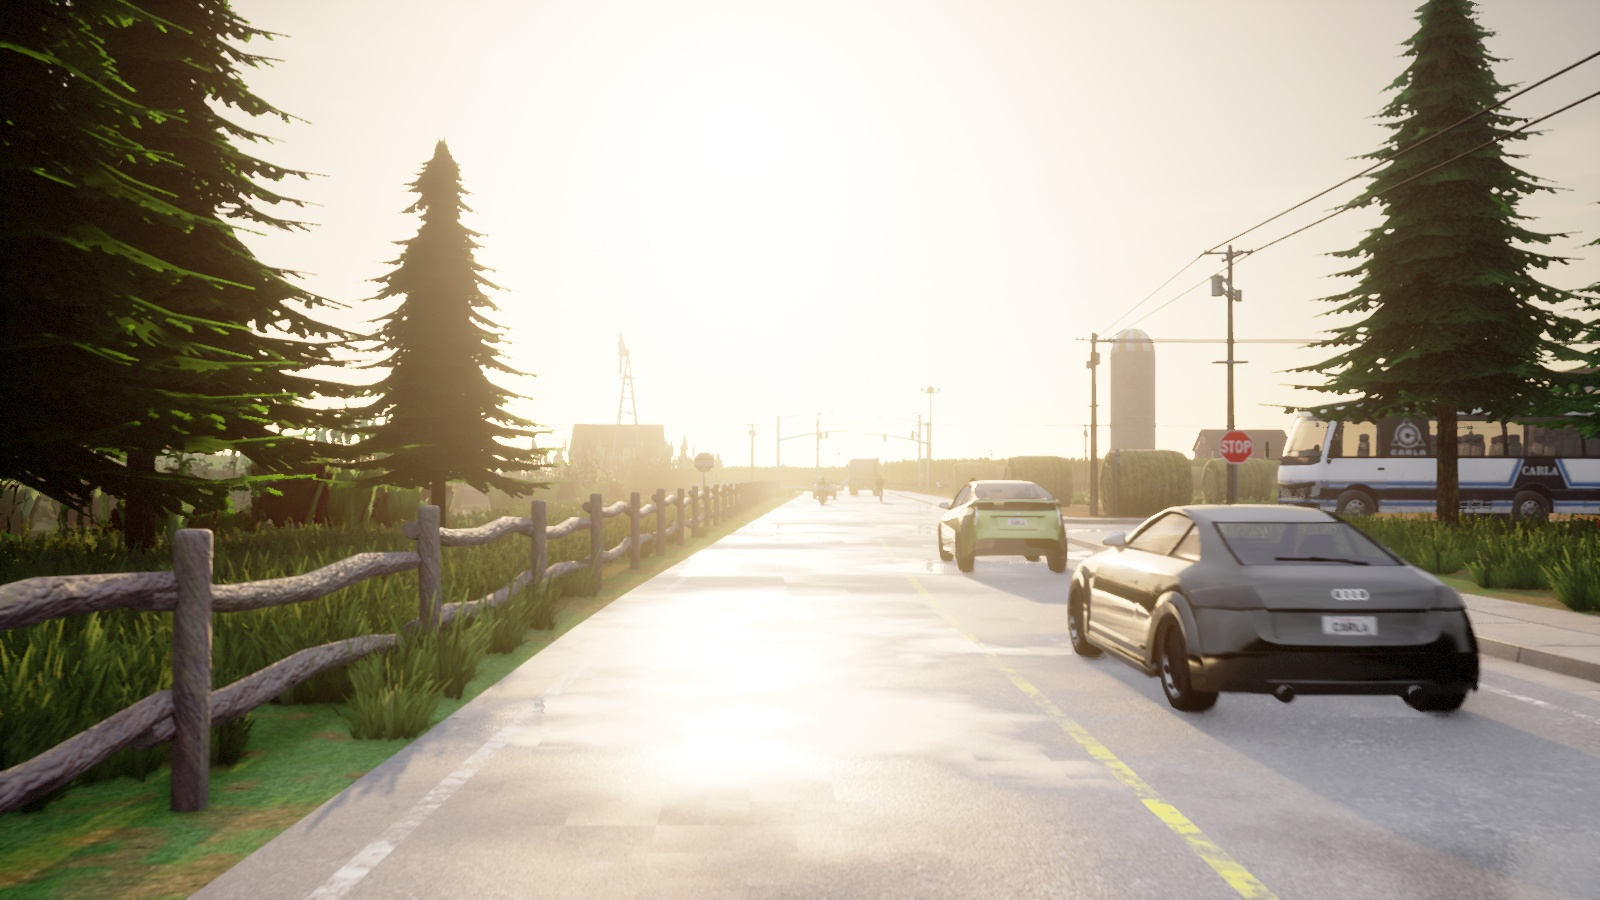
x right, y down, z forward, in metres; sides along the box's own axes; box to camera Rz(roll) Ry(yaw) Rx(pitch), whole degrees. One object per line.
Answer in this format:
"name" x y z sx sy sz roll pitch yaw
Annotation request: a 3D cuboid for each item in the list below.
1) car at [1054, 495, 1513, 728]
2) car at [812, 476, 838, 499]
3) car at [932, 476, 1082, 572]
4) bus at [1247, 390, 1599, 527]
"car" 3.453 1.090 9.971 1.994 1.385 4.181 0 -1 0
"car" 1.823 2.715 91.649 1.851 1.617 3.988 0 -1 1
"car" 3.561 1.239 22.396 2.007 1.525 4.514 0 -1 1
"bus" 20.615 0.298 41.391 10.273 4.253 3.944 0 -1 -1
